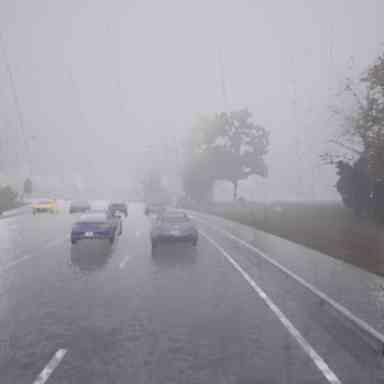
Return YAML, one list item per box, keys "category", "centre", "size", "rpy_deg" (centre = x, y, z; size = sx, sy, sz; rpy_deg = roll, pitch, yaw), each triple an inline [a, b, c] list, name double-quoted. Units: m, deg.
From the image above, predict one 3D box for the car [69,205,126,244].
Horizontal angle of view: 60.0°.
- category: "car"
  centre: [-4.420, 1.544, 15.820]
  size: [1.812, 1.442, 4.674]
  rpy_deg: [0, 0, -6]

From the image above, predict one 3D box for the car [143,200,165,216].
- category: "car"
  centre: [-3.692, 1.518, 32.537]
  size: [2.128, 1.511, 4.902]
  rpy_deg: [0, 0, -12]

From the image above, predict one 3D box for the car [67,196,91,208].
- category: "car"
  centre: [-11.574, 1.514, 34.641]
  size: [1.882, 1.535, 5.008]
  rpy_deg: [0, 0, -14]

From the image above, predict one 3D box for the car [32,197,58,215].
- category: "car"
  centre: [-15.146, 1.517, 34.493]
  size: [1.882, 1.535, 5.008]
  rpy_deg: [0, 0, -15]

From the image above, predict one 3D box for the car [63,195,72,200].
- category: "car"
  centre: [-27.054, 1.359, 73.014]
  size: [1.812, 1.442, 4.674]
  rpy_deg: [0, 0, -30]

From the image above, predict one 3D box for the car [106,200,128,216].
- category: "car"
  centre: [-7.445, 1.536, 33.240]
  size: [1.837, 1.490, 4.892]
  rpy_deg: [0, 0, -13]

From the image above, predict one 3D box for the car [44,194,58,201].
- category: "car"
  centre: [-30.477, 1.216, 71.935]
  size: [2.033, 1.411, 5.357]
  rpy_deg: [0, 0, -31]

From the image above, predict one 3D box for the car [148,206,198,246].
- category: "car"
  centre: [-0.880, 1.575, 15.319]
  size: [1.994, 1.385, 4.181]
  rpy_deg: [0, 0, -6]
